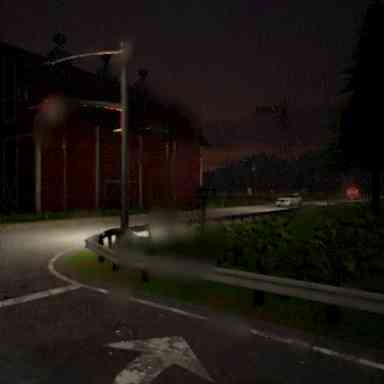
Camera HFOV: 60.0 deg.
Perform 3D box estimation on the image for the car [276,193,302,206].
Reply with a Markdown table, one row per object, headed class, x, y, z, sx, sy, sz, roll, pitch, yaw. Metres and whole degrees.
| class | x | y | z | sx | sy | sz | roll | pitch | yaw |
| --- | --- | --- | --- | --- | --- | --- | --- | --- | --- |
| car | 14.121 | 1.206 | 48.206 | 2.150 | 2.045 | 5.566 | 0 | 0 | 37 |
